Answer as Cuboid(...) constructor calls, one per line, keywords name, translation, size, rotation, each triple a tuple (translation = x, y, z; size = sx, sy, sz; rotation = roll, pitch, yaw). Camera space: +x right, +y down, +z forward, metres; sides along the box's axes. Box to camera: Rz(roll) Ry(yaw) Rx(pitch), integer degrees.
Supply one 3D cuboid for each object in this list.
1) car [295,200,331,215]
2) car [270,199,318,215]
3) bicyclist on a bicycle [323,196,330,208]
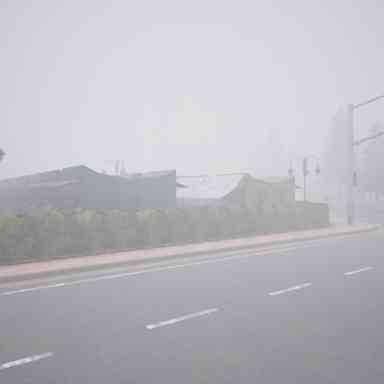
Cuboid(name="car", translation=(9.968, 1.546, 30.812), size=(2.033, 1.411, 5.357), rotation=(0, 0, -37))
Cuboid(name="car", translation=(10.802, 1.525, 35.527), size=(1.812, 1.442, 4.674), rotation=(0, 0, -38))
Cuboid(name="bicyclist on a bicycle", translation=(17.886, 1.301, 44.318), size=(1.656, 1.620, 0.582), rotation=(0, 0, -37))
